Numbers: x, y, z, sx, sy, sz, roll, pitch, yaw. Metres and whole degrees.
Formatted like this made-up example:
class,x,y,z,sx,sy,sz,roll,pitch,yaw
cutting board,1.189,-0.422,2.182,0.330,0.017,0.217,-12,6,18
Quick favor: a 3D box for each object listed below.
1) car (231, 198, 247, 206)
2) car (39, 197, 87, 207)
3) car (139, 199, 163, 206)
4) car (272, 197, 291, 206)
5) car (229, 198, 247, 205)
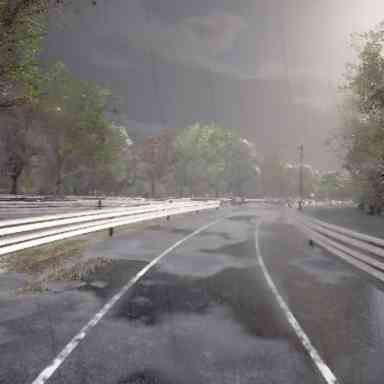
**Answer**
class,x,y,z,sx,sy,sz,roll,pitch,yaw
car,10.661,2.267,74.020,1.812,1.442,4.674,2,0,35
car,-14.648,1.309,38.017,2.033,1.411,5.357,2,0,35
car,-4.889,1.684,45.820,2.033,1.411,5.357,2,0,35
car,23.013,2.698,85.504,1.837,1.490,4.892,2,0,35
car,11.256,2.295,80.949,2.128,1.511,4.902,2,0,35
